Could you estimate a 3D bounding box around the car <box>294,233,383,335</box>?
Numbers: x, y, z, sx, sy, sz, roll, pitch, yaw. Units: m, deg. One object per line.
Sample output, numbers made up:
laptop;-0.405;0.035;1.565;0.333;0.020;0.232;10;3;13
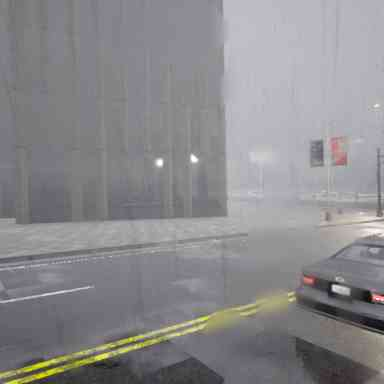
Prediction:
car;4.297;1.543;6.548;5.357;1.411;2.033;0;0;-36
